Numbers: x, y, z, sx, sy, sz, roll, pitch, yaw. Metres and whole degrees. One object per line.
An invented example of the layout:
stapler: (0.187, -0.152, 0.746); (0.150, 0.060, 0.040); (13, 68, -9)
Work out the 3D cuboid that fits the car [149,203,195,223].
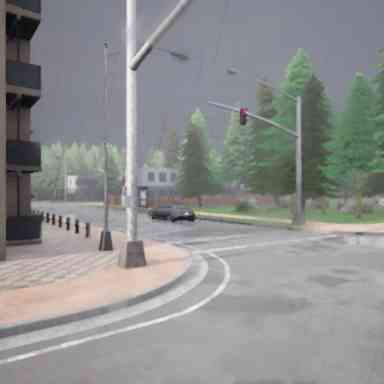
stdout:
car: (-1.571, 1.529, 25.218); (1.994, 1.385, 4.181); (0, 0, -36)
